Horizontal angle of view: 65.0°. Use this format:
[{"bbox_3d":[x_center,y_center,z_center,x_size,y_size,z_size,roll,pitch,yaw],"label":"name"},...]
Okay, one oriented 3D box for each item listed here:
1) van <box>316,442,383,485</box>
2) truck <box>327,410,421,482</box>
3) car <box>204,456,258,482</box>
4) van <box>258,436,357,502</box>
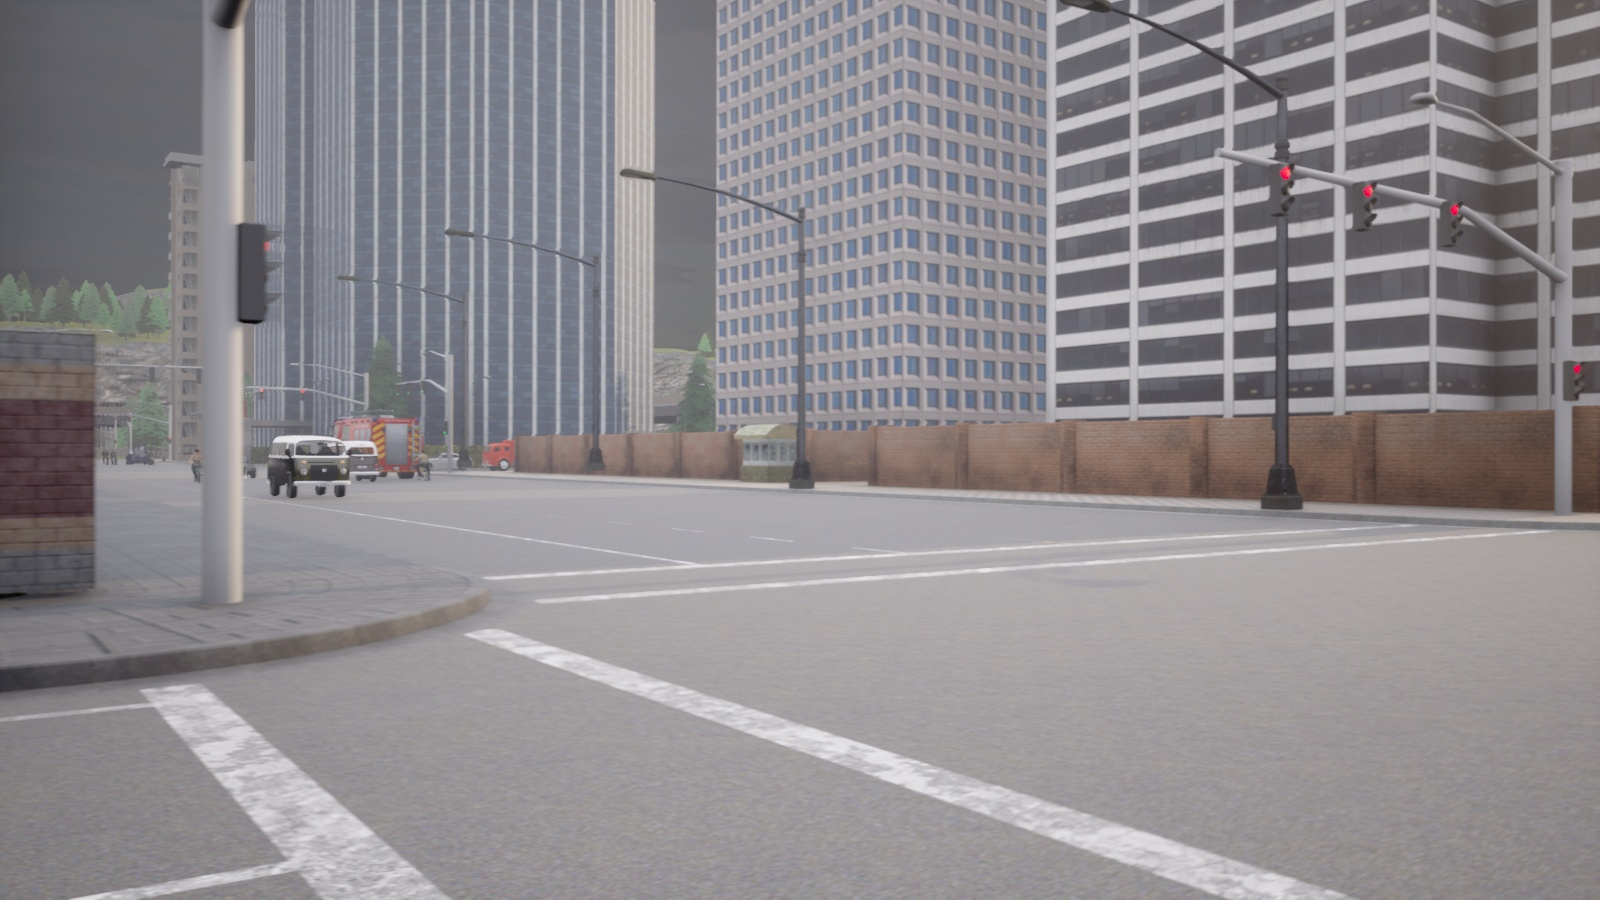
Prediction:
[{"bbox_3d":[-22.536,0.660,62.774,2.069,2.038,4.480,0,0,-34],"label":"van"},{"bbox_3d":[-24.394,-0.204,71.638,2.891,3.827,8.468,0,0,-35],"label":"truck"},{"bbox_3d":[-31.710,1.039,69.899,1.994,1.385,4.181,0,0,-35],"label":"car"},{"bbox_3d":[-16.265,0.598,41.314,2.069,2.038,4.480,0,0,-35],"label":"van"}]
